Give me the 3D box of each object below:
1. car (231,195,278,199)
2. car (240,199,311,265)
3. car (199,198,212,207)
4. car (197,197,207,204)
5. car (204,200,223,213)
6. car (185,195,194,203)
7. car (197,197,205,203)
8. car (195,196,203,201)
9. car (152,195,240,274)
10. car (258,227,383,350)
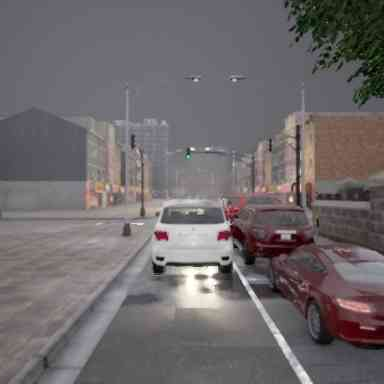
[{"bbox_3d":[4.850,1.240,22.674,5.566,2.045,2.150,0,-2,-22],"label":"car"},{"bbox_3d":[2.569,1.324,11.556,2.192,1.841,5.009,1,0,0],"label":"car"},{"bbox_3d":[2.236,1.654,54.296,1.887,1.381,4.507,0,0,0],"label":"car"},{"bbox_3d":[2.110,1.752,70.607,1.802,1.307,4.206,0,0,0],"label":"car"},{"bbox_3d":[2.362,1.605,37.985,1.887,1.381,4.507,1,0,0],"label":"car"},{"bbox_3d":[-0.592,1.559,78.154,2.097,1.767,4.553,0,0,0],"label":"car"},{"bbox_3d":[2.068,1.775,76.045,1.802,1.307,4.206,0,0,0],"label":"car"},{"bbox_3d":[1.942,1.836,92.357,1.947,1.339,4.313,0,0,0],"label":"car"},{"bbox_3d":[-0.027,1.232,10.751,2.150,2.045,5.566,0,0,-1],"label":"car"},{"bbox_3d":[2.608,1.585,6.106,1.802,1.307,4.206,1,0,0],"label":"car"}]
